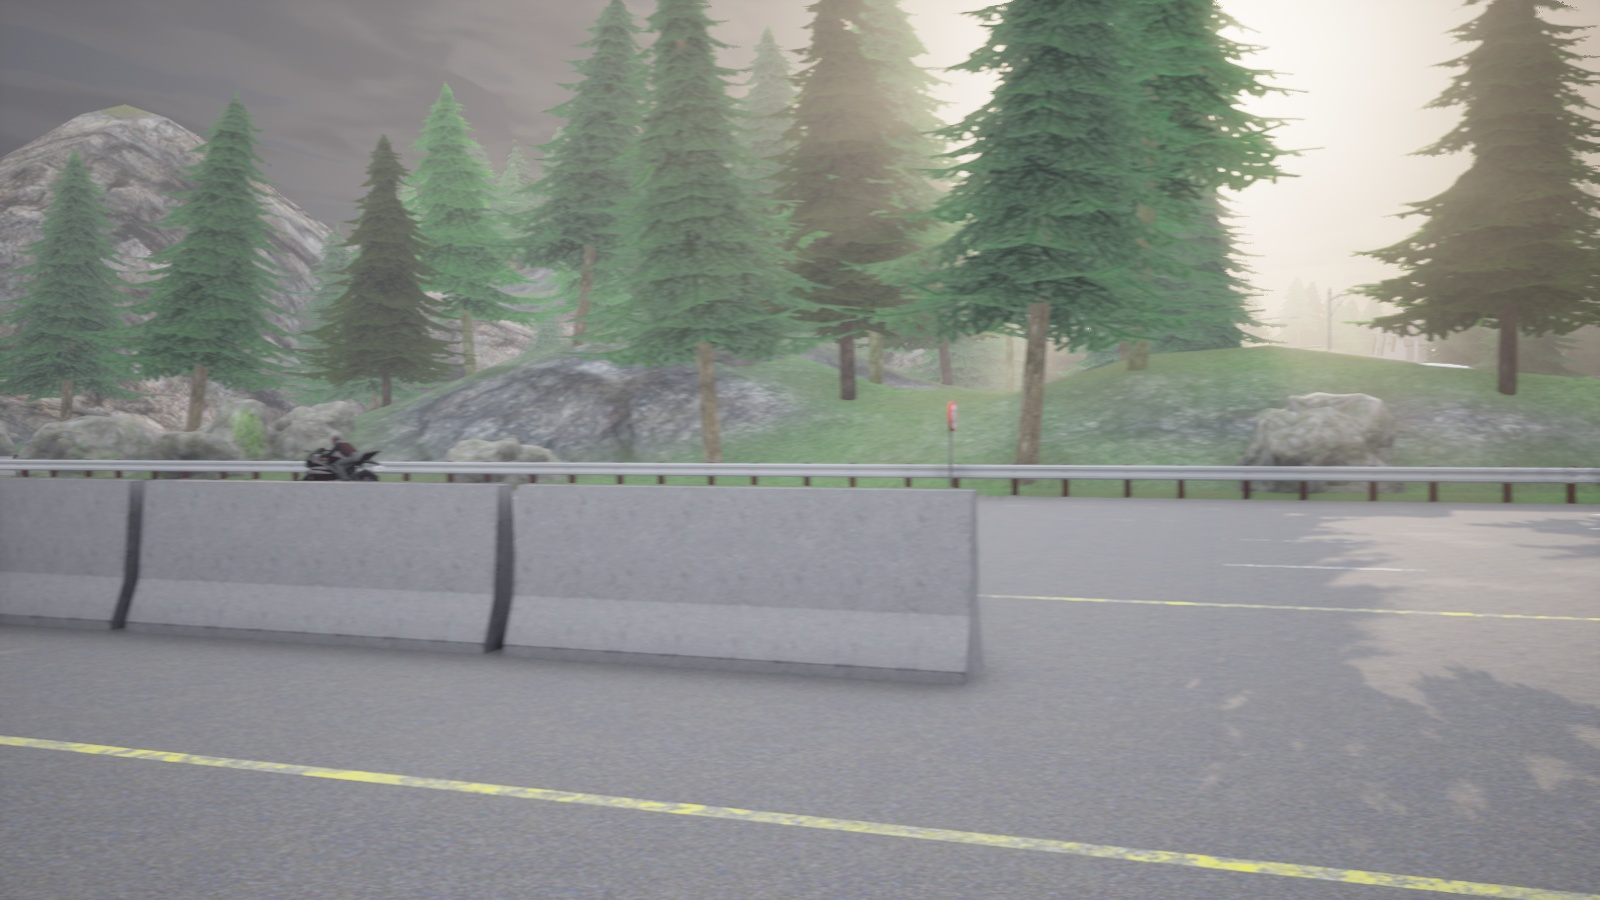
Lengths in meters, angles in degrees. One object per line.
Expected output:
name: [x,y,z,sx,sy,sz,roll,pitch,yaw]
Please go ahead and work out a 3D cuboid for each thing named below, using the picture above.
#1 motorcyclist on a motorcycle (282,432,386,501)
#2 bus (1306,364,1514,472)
motorcyclist on a motorcycle: [-10.750,0.356,28.967,2.191,1.530,0.866,1,1,19]
bus: [26.011,-1.342,54.420,3.944,4.253,10.273,0,1,0]
